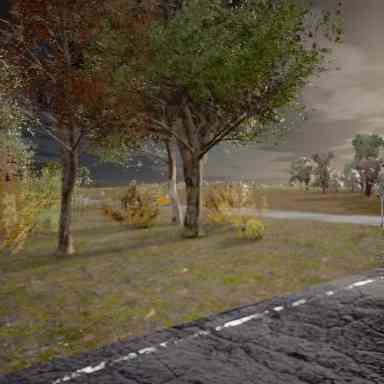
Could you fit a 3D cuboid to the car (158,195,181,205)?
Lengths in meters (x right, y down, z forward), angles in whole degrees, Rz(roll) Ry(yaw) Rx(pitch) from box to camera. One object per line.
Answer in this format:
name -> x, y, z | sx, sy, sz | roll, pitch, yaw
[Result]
car -> -3.594, 1.195, 50.215 | 1.882, 1.535, 5.008 | 0, 0, -33
